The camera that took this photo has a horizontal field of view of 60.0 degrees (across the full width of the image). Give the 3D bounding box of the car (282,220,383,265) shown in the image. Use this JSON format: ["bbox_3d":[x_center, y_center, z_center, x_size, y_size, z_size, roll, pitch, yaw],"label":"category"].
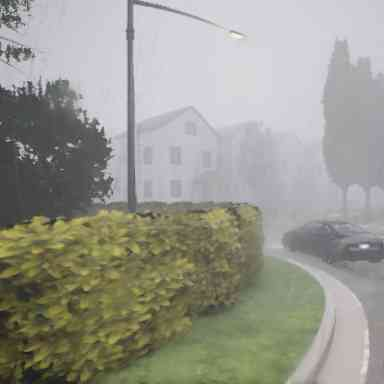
[{"bbox_3d":[5.085,1.734,12.522,1.994,1.385,4.181,0,-1,-11],"label":"car"}]
